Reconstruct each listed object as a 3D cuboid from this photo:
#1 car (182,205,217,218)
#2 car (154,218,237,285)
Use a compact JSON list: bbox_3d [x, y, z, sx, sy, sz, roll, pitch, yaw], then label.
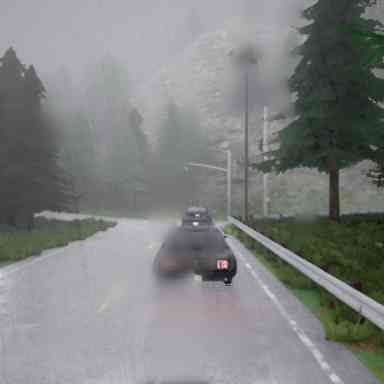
[{"bbox_3d":[0.498,1.625,21.815,1.837,1.490,4.892,-1,0,7],"label":"car"},{"bbox_3d":[0.084,1.654,9.650,1.895,1.301,4.718,0,0,0],"label":"car"}]
